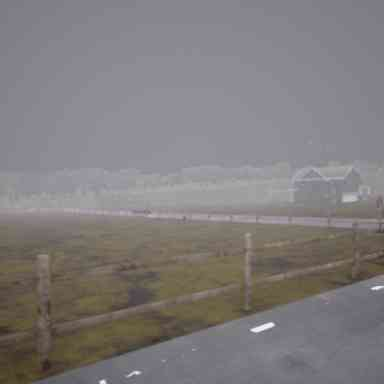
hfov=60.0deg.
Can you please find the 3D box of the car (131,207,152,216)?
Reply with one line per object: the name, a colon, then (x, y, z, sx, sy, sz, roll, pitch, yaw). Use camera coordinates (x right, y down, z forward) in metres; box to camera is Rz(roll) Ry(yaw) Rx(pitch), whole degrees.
car: (-8.593, 3.311, 57.102, 1.895, 1.301, 4.718, -3, 0, -36)
